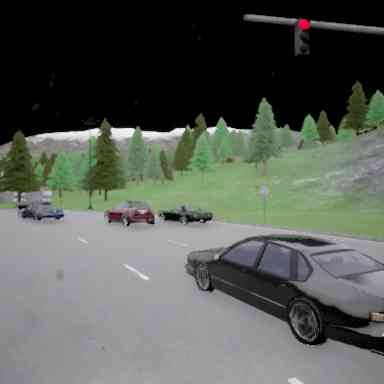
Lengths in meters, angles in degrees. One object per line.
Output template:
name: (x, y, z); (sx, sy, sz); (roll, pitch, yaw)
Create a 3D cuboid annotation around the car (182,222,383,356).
car: (1.805, 1.560, 6.513); (2.033, 1.411, 5.357); (0, 0, -28)

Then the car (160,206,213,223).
car: (-0.618, 1.674, 24.702); (1.895, 1.301, 4.718); (0, 0, -36)

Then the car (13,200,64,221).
car: (-12.888, 1.671, 28.278); (5.357, 1.411, 2.033); (0, 0, 42)

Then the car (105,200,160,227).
car: (-4.597, 1.436, 24.050); (2.097, 1.767, 4.553); (0, 0, -37)
